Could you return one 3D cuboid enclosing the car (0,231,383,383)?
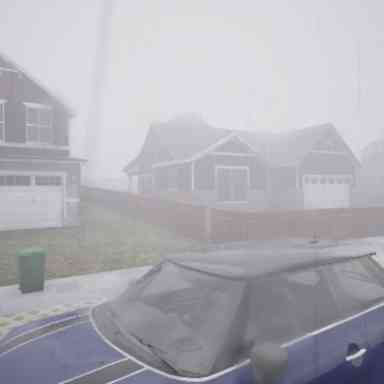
[{"bbox_3d":[0.290,1.351,3.145,4.553,1.767,2.097,0,0,-34],"label":"car"}]
